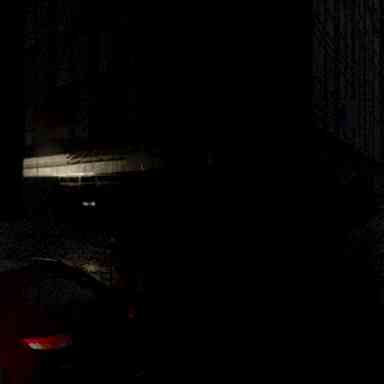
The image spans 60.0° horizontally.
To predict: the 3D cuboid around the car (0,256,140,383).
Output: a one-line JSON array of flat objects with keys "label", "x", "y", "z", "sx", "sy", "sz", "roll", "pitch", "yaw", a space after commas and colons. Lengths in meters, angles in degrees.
[{"label": "car", "x": -2.583, "y": 1.611, "z": 4.801, "sx": 4.206, "sy": 1.307, "sz": 1.802, "roll": 0, "pitch": 0, "yaw": 35}]
